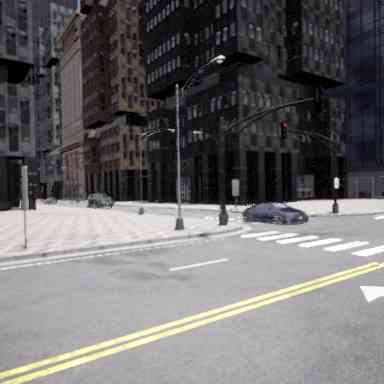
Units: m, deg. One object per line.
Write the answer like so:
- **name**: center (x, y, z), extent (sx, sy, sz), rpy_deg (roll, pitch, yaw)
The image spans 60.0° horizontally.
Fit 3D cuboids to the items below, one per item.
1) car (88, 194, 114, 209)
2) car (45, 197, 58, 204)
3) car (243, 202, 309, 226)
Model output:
- **car**: center (-12.727, 1.249, 46.121), extent (2.150, 2.045, 5.566), rpy_deg (-2, 1, -35)
- **car**: center (-29.560, 1.841, 69.892), extent (1.812, 1.442, 4.674), rpy_deg (-2, 0, -35)
- **car**: center (5.153, 1.325, 20.898), extent (1.994, 1.385, 4.181), rpy_deg (-2, 0, -35)
